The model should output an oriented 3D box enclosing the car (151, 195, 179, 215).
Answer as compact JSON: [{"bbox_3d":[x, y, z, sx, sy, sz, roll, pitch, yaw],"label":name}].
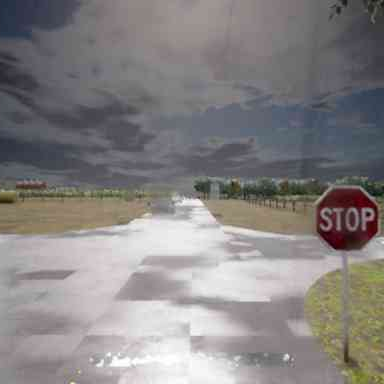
[{"bbox_3d":[-2.719,1.295,32.619,2.097,1.767,4.553,0,0,0],"label":"car"}]

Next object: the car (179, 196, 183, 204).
[{"bbox_3d":[-2.693,1.326,57.335,1.812,1.442,4.674,0,0,0],"label":"car"}]
